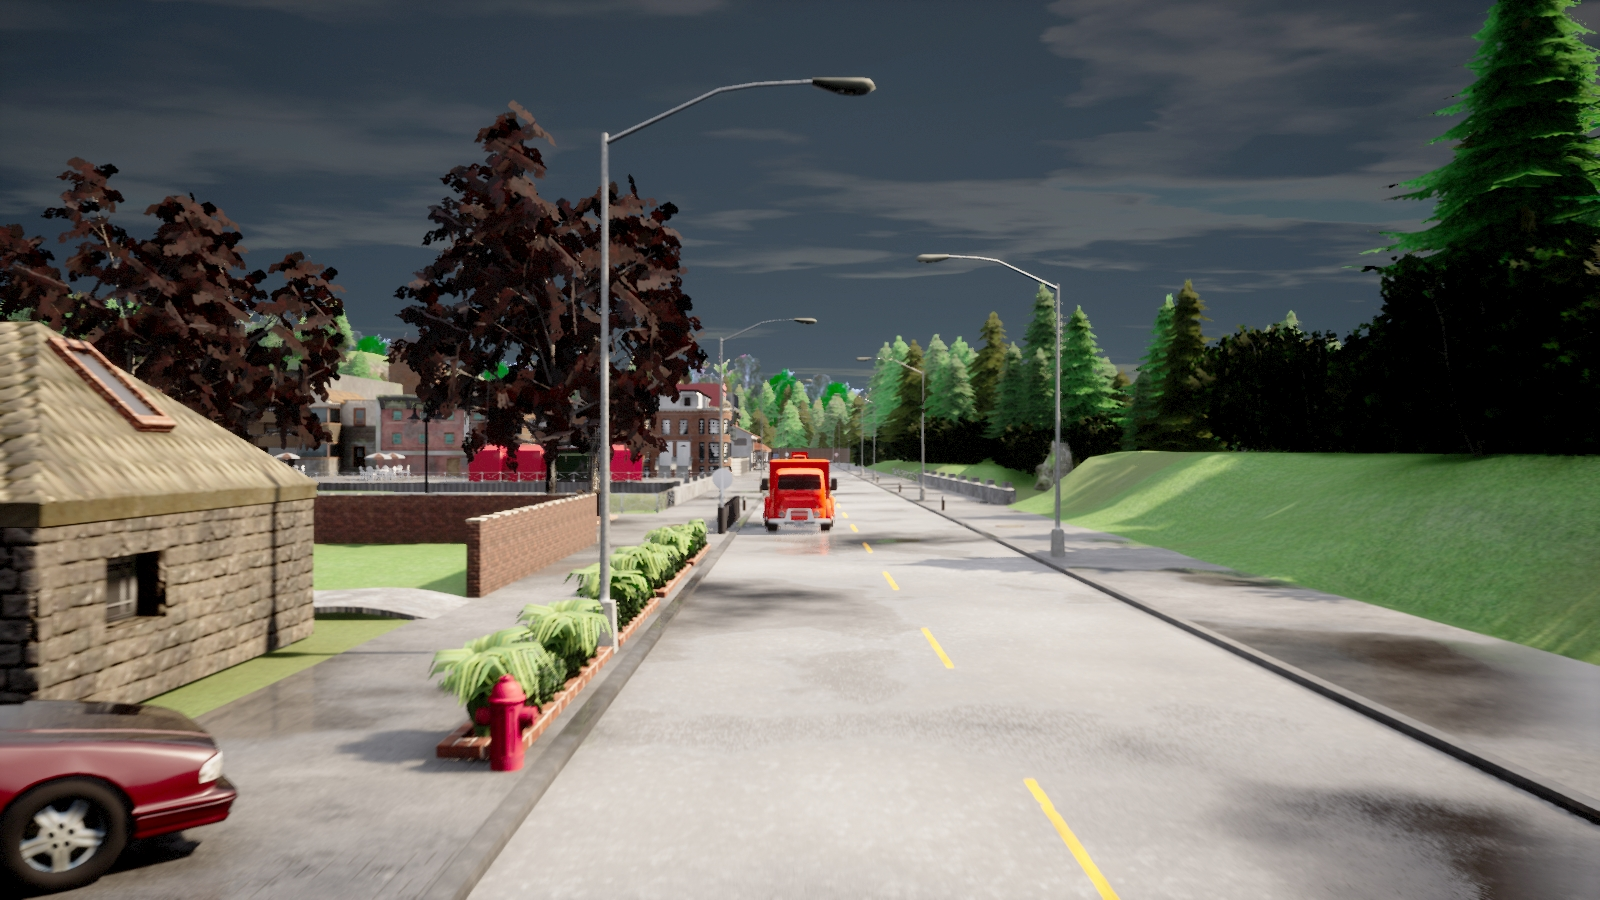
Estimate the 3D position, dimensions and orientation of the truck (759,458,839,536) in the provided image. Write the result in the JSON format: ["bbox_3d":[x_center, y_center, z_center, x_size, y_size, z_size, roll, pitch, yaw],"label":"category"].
[{"bbox_3d":[-0.026,1.561,39.980,2.627,2.467,5.204,0,0,0],"label":"truck"}]
